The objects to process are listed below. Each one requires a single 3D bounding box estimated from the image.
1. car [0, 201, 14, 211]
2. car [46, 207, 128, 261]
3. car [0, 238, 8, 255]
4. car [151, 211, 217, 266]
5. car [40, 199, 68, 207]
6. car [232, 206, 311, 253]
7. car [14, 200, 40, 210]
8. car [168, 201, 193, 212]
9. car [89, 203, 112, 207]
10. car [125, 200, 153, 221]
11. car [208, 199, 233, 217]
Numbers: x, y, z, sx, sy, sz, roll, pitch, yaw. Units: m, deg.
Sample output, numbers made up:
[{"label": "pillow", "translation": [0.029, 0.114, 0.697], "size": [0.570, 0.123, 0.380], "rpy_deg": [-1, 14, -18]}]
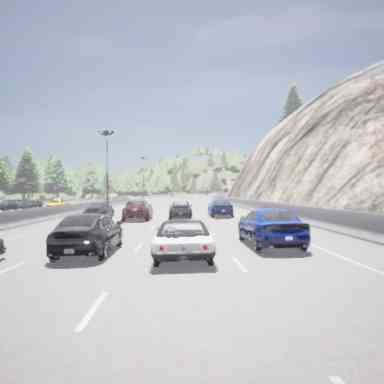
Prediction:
[{"label": "car", "translation": [-26.366, 2.004, 47.345], "size": [2.033, 1.411, 5.357], "rpy_deg": [-1, 0, -2]}, {"label": "car", "translation": [-3.846, 1.565, 12.591], "size": [1.837, 1.490, 4.892], "rpy_deg": [-1, 0, -2]}, {"label": "car", "translation": [-7.230, 1.678, 9.012], "size": [2.033, 1.411, 5.357], "rpy_deg": [-1, 0, -2]}, {"label": "car", "translation": [-0.308, 1.592, 11.557], "size": [1.895, 1.301, 4.718], "rpy_deg": [-1, 0, -2]}, {"label": "car", "translation": [-19.381, 1.797, 47.616], "size": [1.882, 1.535, 5.008], "rpy_deg": [-1, 0, -2]}, {"label": "car", "translation": [3.123, 1.399, 13.536], "size": [1.882, 1.535, 5.008], "rpy_deg": [-1, 0, -2]}, {"label": "car", "translation": [-22.876, 1.893, 47.506], "size": [1.837, 1.490, 4.892], "rpy_deg": [-1, 0, -2]}, {"label": "car", "translation": [-0.949, 1.475, 28.004], "size": [2.128, 1.511, 4.902], "rpy_deg": [-1, 0, -2]}, {"label": "car", "translation": [-7.978, 1.645, 28.728], "size": [1.812, 1.442, 4.674], "rpy_deg": [-1, 0, -2]}, {"label": "car", "translation": [-4.438, 1.403, 27.533], "size": [2.097, 1.767, 4.553], "rpy_deg": [-1, 0, -2]}, {"label": "car", "translation": [2.495, 1.391, 29.661], "size": [1.882, 1.535, 5.008], "rpy_deg": [-1, 0, -2]}]
